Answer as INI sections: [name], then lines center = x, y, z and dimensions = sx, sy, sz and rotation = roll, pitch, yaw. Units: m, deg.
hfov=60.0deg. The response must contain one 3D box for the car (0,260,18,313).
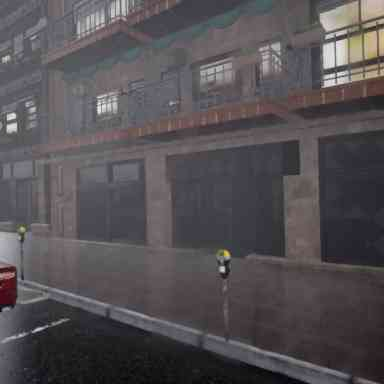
[car]
center = -5.127, 1.551, 6.393
dimensions = 4.507, 1.381, 1.887
rotation = 0, -1, 35
